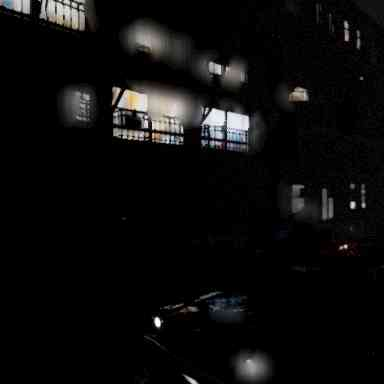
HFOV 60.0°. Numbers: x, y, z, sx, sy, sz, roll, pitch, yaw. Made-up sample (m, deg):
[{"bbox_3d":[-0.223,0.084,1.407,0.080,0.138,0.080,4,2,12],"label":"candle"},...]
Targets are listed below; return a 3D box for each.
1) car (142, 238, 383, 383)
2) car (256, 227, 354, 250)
[{"bbox_3d":[1.661,1.679,4.937,4.718,1.301,1.895,1,-1,-41],"label":"car"},{"bbox_3d":[3.396,1.733,9.885,4.206,1.307,1.802,1,-2,-41],"label":"car"}]
